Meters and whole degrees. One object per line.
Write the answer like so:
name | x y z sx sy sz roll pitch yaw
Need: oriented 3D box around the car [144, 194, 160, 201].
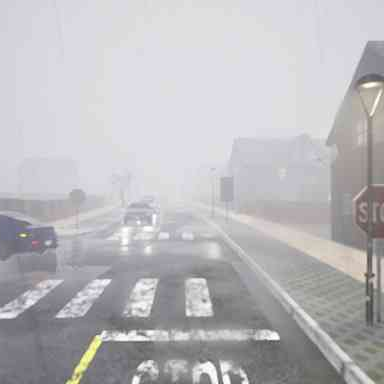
car | -5.747 1.174 44.148 2.097 1.767 4.553 0 0 -7

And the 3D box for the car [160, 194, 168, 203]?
car | -5.968 1.095 64.142 2.097 1.767 4.553 0 0 -11

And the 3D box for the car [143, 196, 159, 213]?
car | -4.598 1.390 34.028 1.812 1.442 4.674 0 0 -6

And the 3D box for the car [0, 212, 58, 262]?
car | -6.831 1.386 11.282 4.674 1.442 1.812 2 -1 15

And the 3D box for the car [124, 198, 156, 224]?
car | -3.750 1.431 23.836 1.812 1.442 4.674 0 0 -4
